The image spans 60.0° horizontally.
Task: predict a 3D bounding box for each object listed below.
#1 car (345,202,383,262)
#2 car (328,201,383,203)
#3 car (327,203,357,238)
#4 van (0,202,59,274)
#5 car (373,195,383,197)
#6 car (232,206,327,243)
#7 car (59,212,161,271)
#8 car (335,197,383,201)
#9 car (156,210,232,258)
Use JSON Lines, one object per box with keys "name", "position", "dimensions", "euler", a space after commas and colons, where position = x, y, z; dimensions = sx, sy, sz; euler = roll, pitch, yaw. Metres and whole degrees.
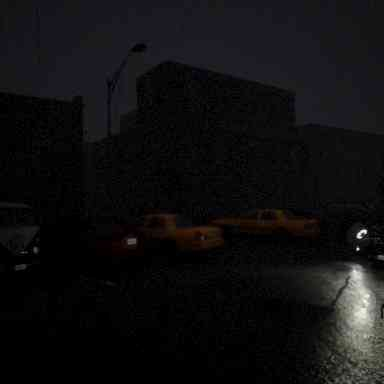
{"name": "car", "position": [7.438, 1.353, 11.118], "dimensions": [4.553, 1.767, 2.097], "euler": [0, 0, -35]}
{"name": "car", "position": [8.319, 1.489, 19.480], "dimensions": [4.892, 1.521, 2.231], "euler": [-1, -1, 35]}
{"name": "car", "position": [5.947, 1.515, 17.765], "dimensions": [4.792, 1.488, 2.163], "euler": [-1, -1, 35]}
{"name": "van", "position": [-5.932, 1.258, 9.232], "dimensions": [4.442, 1.987, 1.878], "euler": [-1, -1, 34]}
{"name": "car", "position": [13.071, 1.244, 22.899], "dimensions": [5.566, 2.045, 2.435], "euler": [-1, -1, 35]}
{"name": "car", "position": [3.378, 1.484, 16.194], "dimensions": [5.366, 1.575, 1.946], "euler": [-1, -1, 35]}
{"name": "car", "position": [-3.665, 1.515, 11.009], "dimensions": [4.792, 1.488, 2.163], "euler": [-1, -1, 35]}
{"name": "car", "position": [10.684, 1.365, 21.212], "dimensions": [4.553, 1.767, 2.185], "euler": [-1, -1, 35]}
{"name": "car", "position": [-1.402, 1.484, 12.801], "dimensions": [5.366, 1.575, 1.946], "euler": [-1, -1, 35]}
